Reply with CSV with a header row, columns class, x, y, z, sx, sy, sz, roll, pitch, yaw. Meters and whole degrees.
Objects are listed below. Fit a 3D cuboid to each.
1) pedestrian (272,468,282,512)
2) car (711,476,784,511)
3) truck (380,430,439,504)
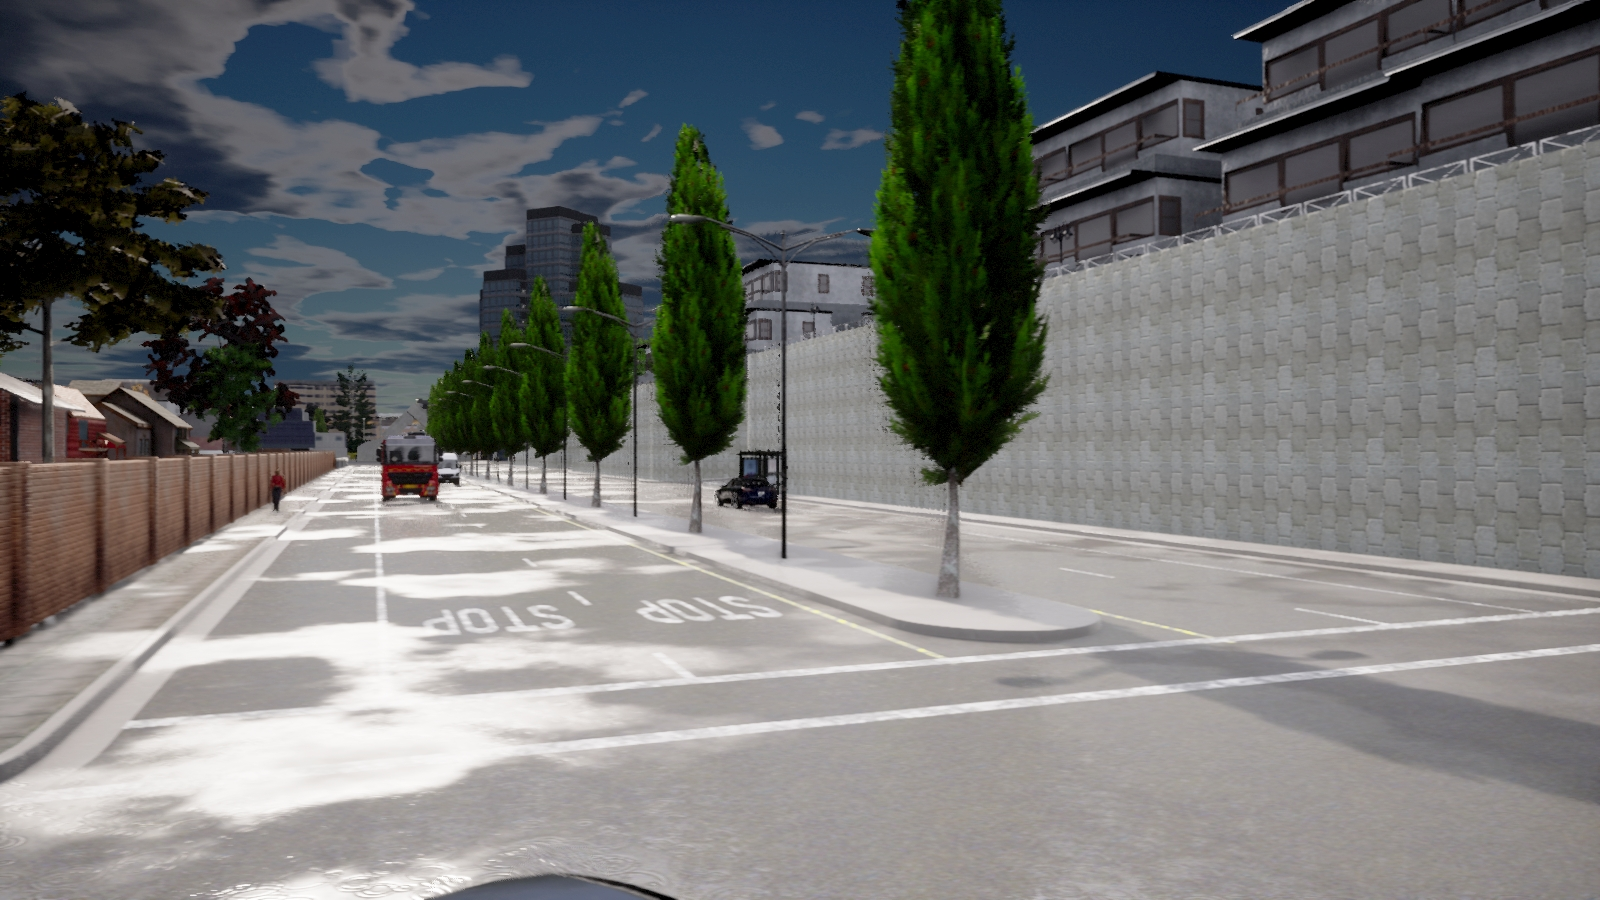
class,x,y,z,sx,sy,sz,roll,pitch,yaw
pedestrian,-22.389,1.699,48.937,0.375,1.860,0.375,0,0,-21
car,-2.597,2.051,55.113,2.163,1.488,4.792,0,0,-21
truck,-22.006,0.889,64.134,2.891,3.827,8.468,0,0,-21
